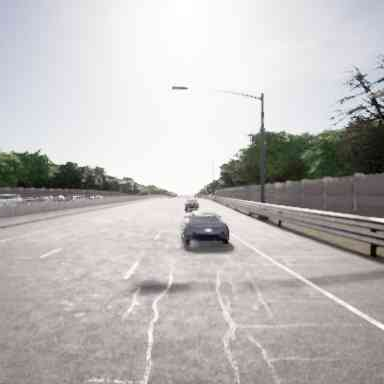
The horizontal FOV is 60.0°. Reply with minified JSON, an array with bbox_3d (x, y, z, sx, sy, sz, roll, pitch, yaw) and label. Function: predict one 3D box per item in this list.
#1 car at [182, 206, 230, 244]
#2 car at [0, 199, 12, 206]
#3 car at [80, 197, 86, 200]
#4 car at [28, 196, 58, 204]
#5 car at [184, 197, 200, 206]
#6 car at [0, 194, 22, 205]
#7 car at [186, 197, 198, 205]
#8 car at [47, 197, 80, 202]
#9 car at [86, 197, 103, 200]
[{"bbox_3d":[0.564,1.581,15.957,1.994,1.385,4.181,0,0,-4],"label":"car"},{"bbox_3d":[-17.585,1.574,28.060,1.812,1.442,4.674,0,0,0],"label":"car"},{"bbox_3d":[-20.993,1.616,63.397,2.033,1.411,5.357,0,0,0],"label":"car"},{"bbox_3d":[-21.052,1.571,46.469,1.837,1.490,4.892,0,0,0],"label":"car"},{"bbox_3d":[0.010,1.582,42.413,2.033,1.411,5.357,0,0,0],"label":"car"},{"bbox_3d":[-24.558,1.291,43.709,2.150,2.045,5.566,0,0,0],"label":"car"},{"bbox_3d":[0.007,1.608,61.773,1.994,1.385,4.181,0,0,0],"label":"car"},{"bbox_3d":[-17.558,1.661,45.720,1.895,1.301,4.718,0,0,0],"label":"car"},{"bbox_3d":[-17.497,1.591,61.756,1.812,1.442,4.674,0,1,0],"label":"car"}]
